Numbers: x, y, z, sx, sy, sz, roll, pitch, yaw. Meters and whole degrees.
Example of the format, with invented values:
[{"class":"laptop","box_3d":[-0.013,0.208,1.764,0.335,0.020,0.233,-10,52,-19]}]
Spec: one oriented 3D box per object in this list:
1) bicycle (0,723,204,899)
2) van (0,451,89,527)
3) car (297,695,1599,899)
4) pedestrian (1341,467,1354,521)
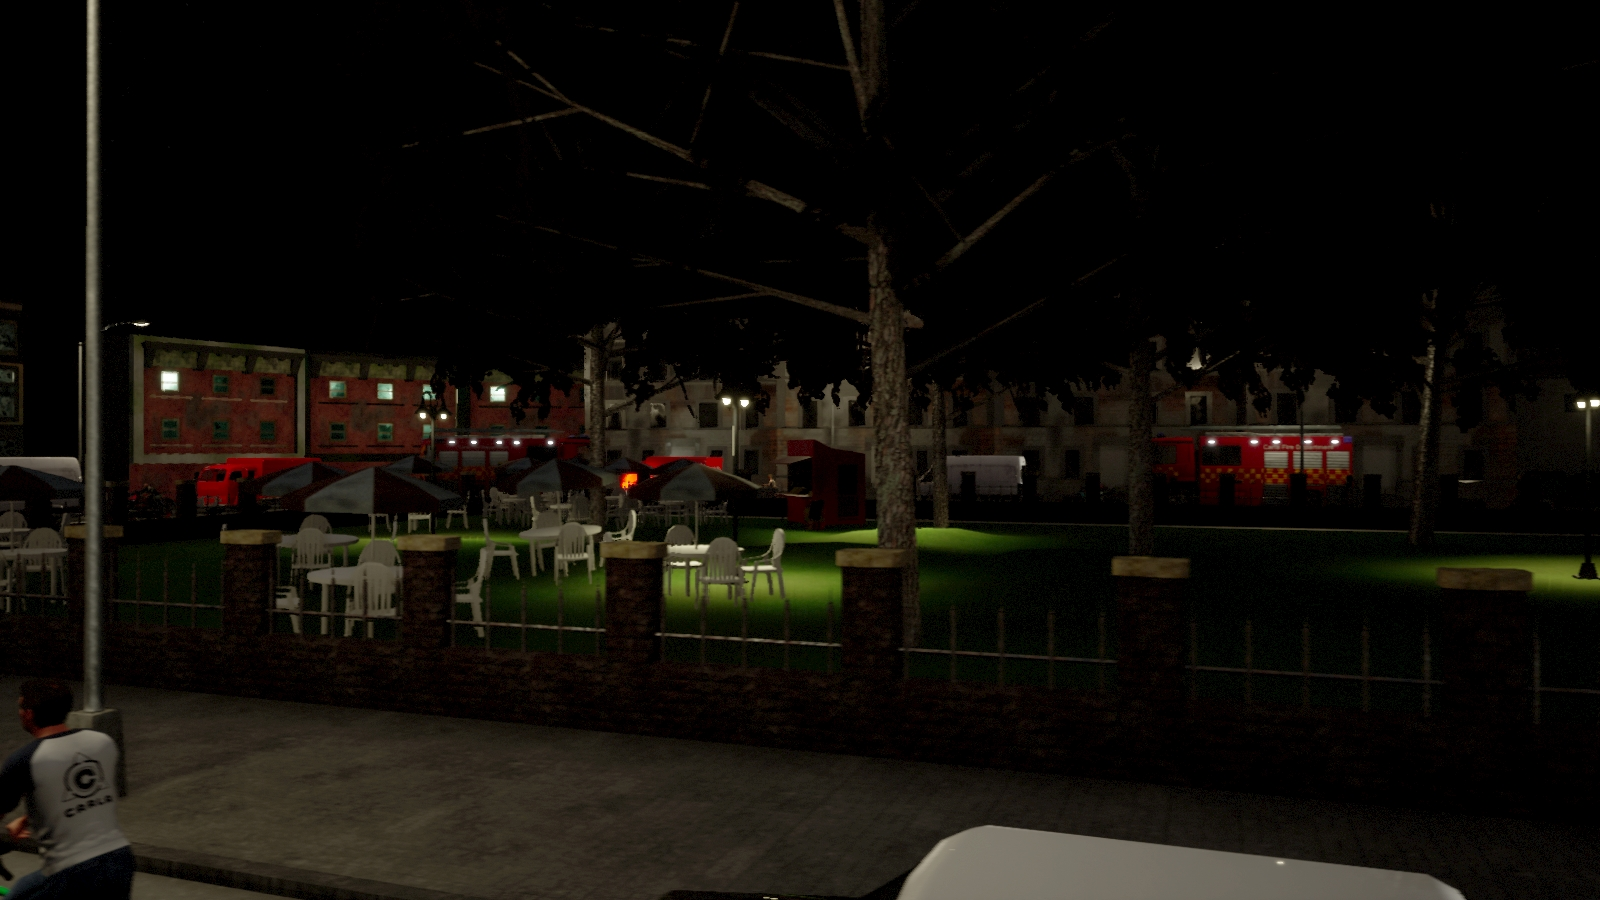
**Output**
[{"class":"bicycle","box_3d":[-3.423,1.935,5.067,1.643,1.296,0.373,0,0,20]},{"class":"van","box_3d":[-27.733,1.310,38.981,1.988,2.561,5.915,0,0,20]},{"class":"car","box_3d":[0.667,1.844,3.586,3.806,1.475,1.970,0,0,20]},{"class":"pedestrian","box_3d":[19.165,1.526,39.983,0.375,1.860,0.375,0,0,22]}]
